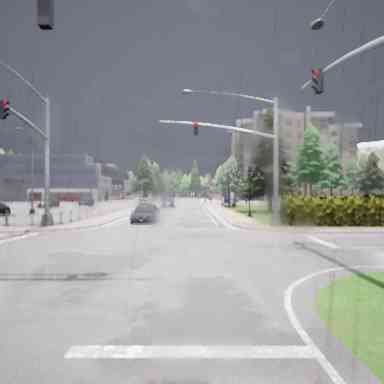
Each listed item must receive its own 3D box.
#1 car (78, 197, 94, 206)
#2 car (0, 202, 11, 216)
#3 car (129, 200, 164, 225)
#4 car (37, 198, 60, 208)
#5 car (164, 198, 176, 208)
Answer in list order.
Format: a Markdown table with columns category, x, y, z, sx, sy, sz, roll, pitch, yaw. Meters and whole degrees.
| category | x | y | z | sx | sy | sz | roll | pitch | yaw |
| --- | --- | --- | --- | --- | --- | --- | --- | --- | --- |
| car | -17.417 | 1.548 | 54.871 | 1.845 | 1.501 | 3.633 | 0 | 0 | 0 |
| car | -17.683 | 1.431 | 28.838 | 2.007 | 1.523 | 4.514 | 0 | 0 | 0 |
| car | -3.482 | 1.644 | 25.179 | 1.837 | 1.490 | 4.892 | 0 | 2 | 0 |
| car | -20.476 | 1.535 | 47.482 | 1.970 | 1.475 | 3.806 | 0 | 0 | 0 |
| car | -3.465 | 1.610 | 49.927 | 2.128 | 1.511 | 4.902 | 0 | 0 | 0 |
